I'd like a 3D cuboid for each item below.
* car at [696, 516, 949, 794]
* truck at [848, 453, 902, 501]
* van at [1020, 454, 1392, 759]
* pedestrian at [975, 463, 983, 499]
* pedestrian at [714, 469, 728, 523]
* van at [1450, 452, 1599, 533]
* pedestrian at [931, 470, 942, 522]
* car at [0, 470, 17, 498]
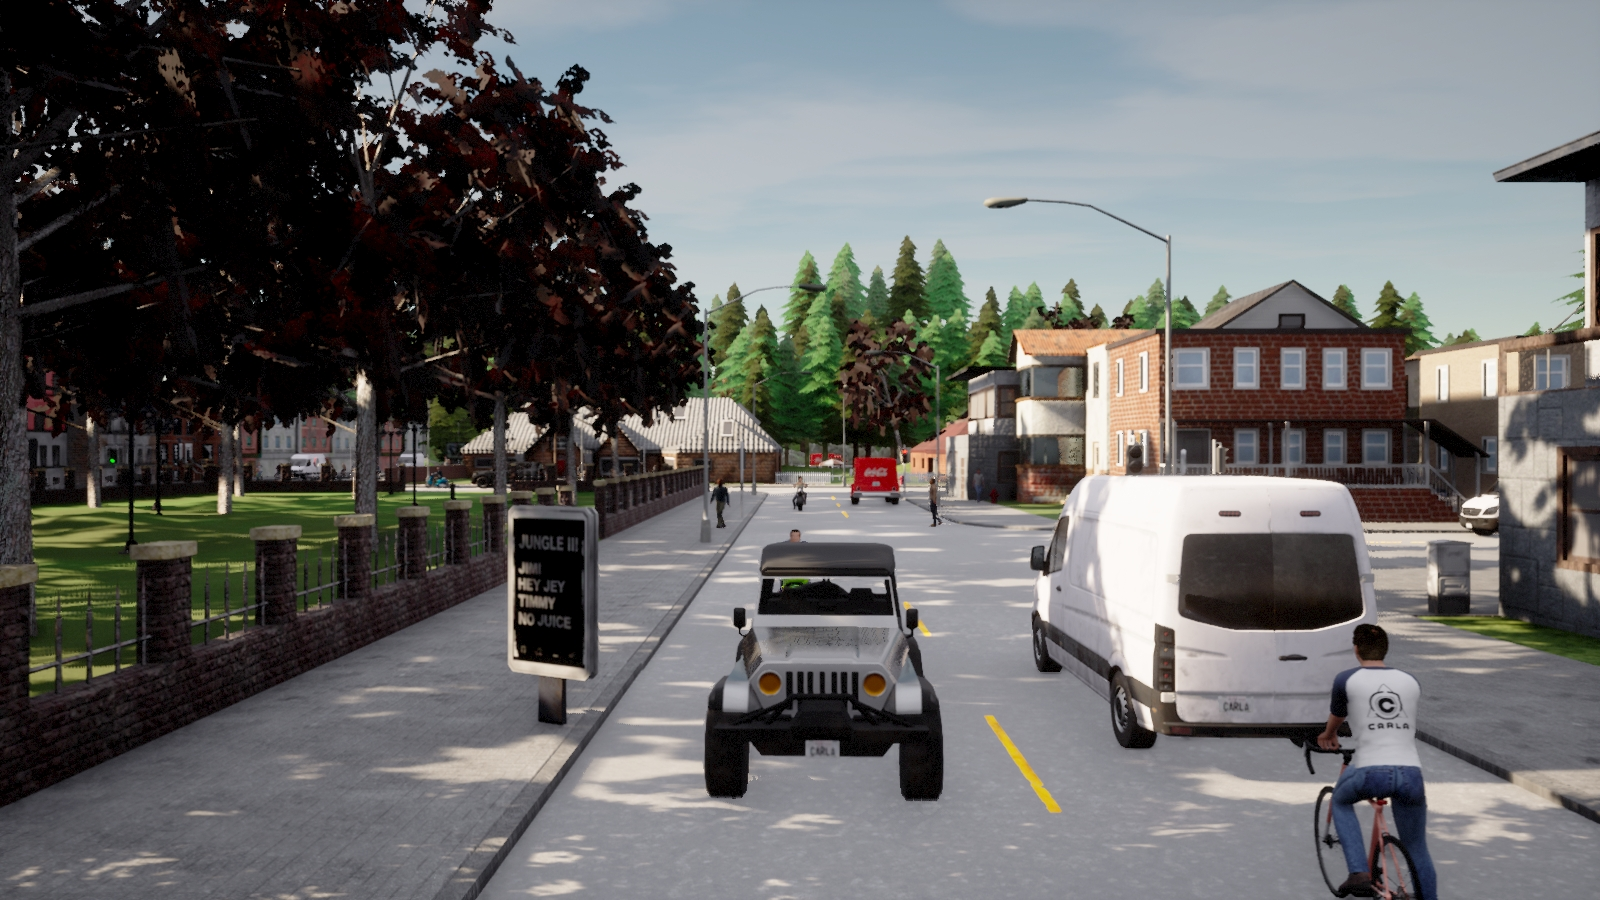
[{"bbox_3d":[0.247,1.653,10.551,1.905,1.878,3.866,0,0,2],"label":"car"},{"bbox_3d":[3.969,1.424,61.563,2.627,2.467,5.204,0,0,1],"label":"truck"},{"bbox_3d":[4.000,1.332,12.608,1.988,2.561,5.915,0,0,0],"label":"van"},{"bbox_3d":[9.249,1.598,59.066,0.375,1.860,0.375,0,0,-4],"label":"pedestrian"},{"bbox_3d":[-2.722,1.575,39.376,0.375,1.860,0.375,0,0,15],"label":"pedestrian"},{"bbox_3d":[24.712,1.362,37.225,5.915,2.561,1.988,0,0,0],"label":"van"},{"bbox_3d":[4.984,1.681,41.829,0.375,1.860,0.375,0,0,2],"label":"pedestrian"},{"bbox_3d":[-45.283,1.905,62.061,2.128,1.511,4.902,0,0,0],"label":"car"}]
